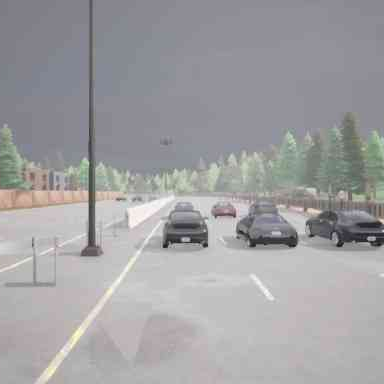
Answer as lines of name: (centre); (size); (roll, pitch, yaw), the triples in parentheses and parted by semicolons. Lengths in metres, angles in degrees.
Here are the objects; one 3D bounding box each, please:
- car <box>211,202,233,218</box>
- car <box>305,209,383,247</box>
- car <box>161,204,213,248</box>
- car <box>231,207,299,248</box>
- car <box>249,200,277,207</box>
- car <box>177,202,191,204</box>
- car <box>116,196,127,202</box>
car: (2.792, 1.570, 29.763); (1.994, 1.385, 4.181); (0, 0, -1)
car: (6.682, 1.514, 14.957); (1.837, 1.490, 4.892); (0, 0, -2)
car: (-0.313, 1.514, 14.708); (1.837, 1.490, 4.892); (0, 0, -2)
car: (3.184, 1.570, 14.833); (1.994, 1.385, 4.181); (0, 0, -2)
car: (6.291, 1.493, 29.844); (2.128, 1.511, 4.902); (0, 0, -1)
car: (-0.708, 1.561, 29.681); (2.033, 1.411, 5.357); (0, 0, -1)
car: (-15.751, 1.585, 74.335); (1.895, 1.301, 4.718); (0, 0, -1)
